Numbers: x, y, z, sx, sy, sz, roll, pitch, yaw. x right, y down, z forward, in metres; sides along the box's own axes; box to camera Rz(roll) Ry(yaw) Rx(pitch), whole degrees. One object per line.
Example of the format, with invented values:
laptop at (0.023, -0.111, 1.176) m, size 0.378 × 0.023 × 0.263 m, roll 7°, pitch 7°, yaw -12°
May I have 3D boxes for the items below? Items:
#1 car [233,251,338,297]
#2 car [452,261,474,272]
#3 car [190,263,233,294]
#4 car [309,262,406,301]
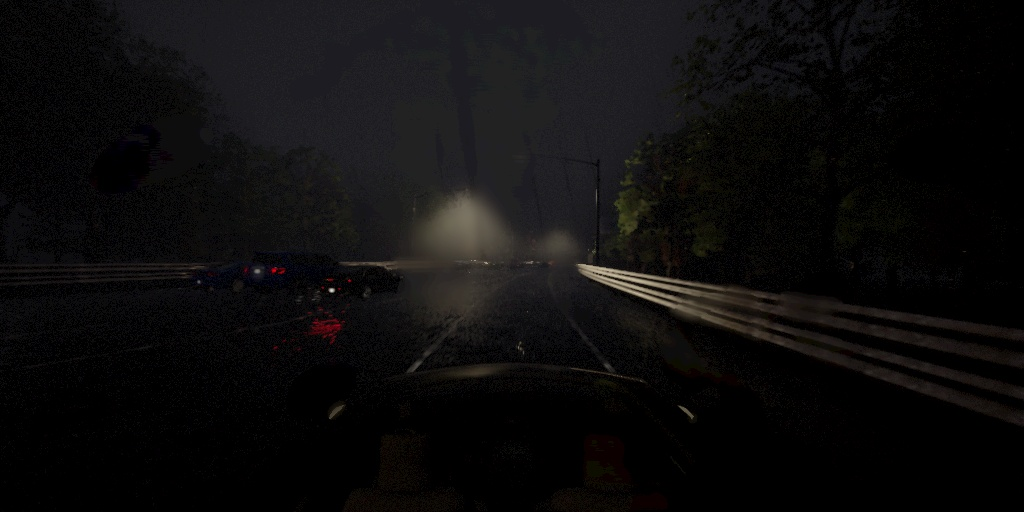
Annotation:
car at (-10.247, 0.827, 17.922) m, size 2.150 × 2.045 × 5.566 m, roll 0°, pitch -1°, yaw 13°
car at (-6.729, 1.474, 49.604) m, size 2.128 × 1.511 × 4.902 m, roll 0°, pitch -1°, yaw 13°
car at (-13.661, 1.056, 18.713) m, size 1.882 × 1.535 × 5.008 m, roll 0°, pitch -1°, yaw 13°
car at (-6.839, 1.185, 17.043) m, size 1.837 × 1.490 × 4.892 m, roll 2°, pitch 0°, yaw 13°
